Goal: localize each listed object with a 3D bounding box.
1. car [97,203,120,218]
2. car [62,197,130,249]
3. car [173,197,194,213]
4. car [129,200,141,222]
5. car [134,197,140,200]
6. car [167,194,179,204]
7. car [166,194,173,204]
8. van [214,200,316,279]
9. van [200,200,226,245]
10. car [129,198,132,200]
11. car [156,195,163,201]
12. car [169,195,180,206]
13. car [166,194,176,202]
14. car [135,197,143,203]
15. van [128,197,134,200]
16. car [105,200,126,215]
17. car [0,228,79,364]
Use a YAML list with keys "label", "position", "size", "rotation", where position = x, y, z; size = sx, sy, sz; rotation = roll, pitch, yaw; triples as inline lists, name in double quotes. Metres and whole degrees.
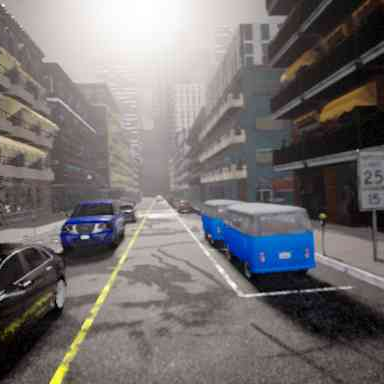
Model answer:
- label: "car"
  position: [-9.107, 1.993, 36.585]
  size: [1.802, 1.307, 4.206]
  rotation: [-4, 0, -6]
- label: "car"
  position: [-4.477, 1.423, 15.766]
  size: [2.150, 2.045, 5.566]
  rotation: [-3, 0, -6]
- label: "car"
  position: [-0.808, 1.590, 37.382]
  size: [1.802, 1.307, 4.206]
  rotation: [-4, 0, -6]
- label: "car"
  position: [-5.716, 1.758, 28.514]
  size: [1.837, 1.490, 4.892]
  rotation: [-3, 0, -5]
- label: "car"
  position: [-11.916, 1.841, 64.454]
  size: [2.192, 1.841, 5.009]
  rotation: [-4, 0, -6]
- label: "car"
  position: [-4.147, 1.460, 70.829]
  size: [2.192, 1.841, 5.009]
  rotation: [-4, 0, -6]
- label: "car"
  position: [-3.040, 1.414, 59.679]
  size: [2.192, 1.841, 5.009]
  rotation: [-4, 0, -6]
- label: "van"
  position: [1.946, 1.238, 9.507]
  size: [1.690, 1.788, 3.998]
  rotation: [-4, 0, -6]
- label: "van"
  position: [1.393, 1.260, 15.082]
  size: [1.690, 1.788, 3.998]
  rotation: [-4, 0, -6]
- label: "car"
  position: [-10.217, 2.007, 47.733]
  size: [2.008, 1.369, 4.403]
  rotation: [-4, 0, -6]
- label: "car"
  position: [-9.071, 1.880, 93.442]
  size: [1.812, 1.442, 4.674]
  rotation: [-3, 0, -6]
- label: "car"
  position: [-1.936, 1.580, 48.700]
  size: [1.752, 1.417, 4.829]
  rotation: [-4, 0, -6]
- label: "car"
  position: [-5.255, 1.506, 81.978]
  size: [2.192, 1.841, 5.009]
  rotation: [-4, 0, -6]
- label: "car"
  position: [-14.678, 2.223, 92.327]
  size: [1.802, 1.307, 4.206]
  rotation: [-4, 0, -6]
- label: "van"
  position: [-10.783, 1.820, 53.307]
  size: [1.690, 1.788, 3.998]
  rotation: [-4, 0, -6]
- label: "car"
  position: [-9.670, 1.874, 42.158]
  size: [1.967, 1.590, 4.097]
  rotation: [-4, 0, -6]
- label: "car"
  position: [-3.402, 1.665, 5.129]
  size: [1.837, 1.490, 4.892]
  rotation: [-3, 0, -4]
